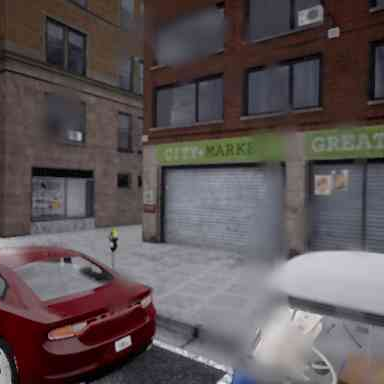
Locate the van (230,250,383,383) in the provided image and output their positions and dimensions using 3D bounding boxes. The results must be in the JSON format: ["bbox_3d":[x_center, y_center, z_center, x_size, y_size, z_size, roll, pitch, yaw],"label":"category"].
[{"bbox_3d":[2.055,1.354,1.613,3.998,1.788,1.690,1,1,35],"label":"van"}]

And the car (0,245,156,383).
[{"bbox_3d":[-2.561,1.469,4.894,4.507,1.381,1.887,1,1,35],"label":"car"}]
